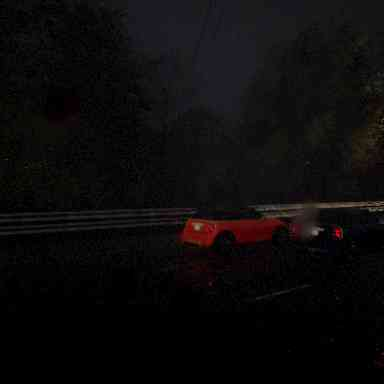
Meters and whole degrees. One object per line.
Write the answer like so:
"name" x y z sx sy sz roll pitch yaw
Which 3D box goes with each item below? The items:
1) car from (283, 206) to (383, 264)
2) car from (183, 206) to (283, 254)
"car" 5.730 1.357 12.140 4.553 1.767 2.097 0 0 -36
"car" 1.926 1.356 13.725 4.553 1.767 2.097 0 0 -36
